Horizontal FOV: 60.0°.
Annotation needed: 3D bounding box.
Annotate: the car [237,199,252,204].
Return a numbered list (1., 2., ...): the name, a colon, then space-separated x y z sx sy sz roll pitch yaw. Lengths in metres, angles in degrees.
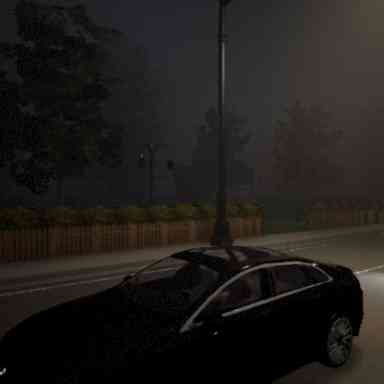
1. car: 9.345 1.958 63.877 2.033 1.411 5.357 0 0 -36

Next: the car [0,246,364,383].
1. car: 0.272 1.518 4.203 4.902 1.511 2.128 0 0 -36
